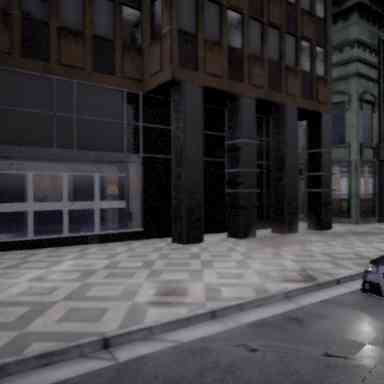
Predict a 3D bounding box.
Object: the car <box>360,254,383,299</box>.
[{"bbox_3d":[5.601,1.634,7.371,4.181,1.385,1.994,1,0,-35],"label":"car"}]
